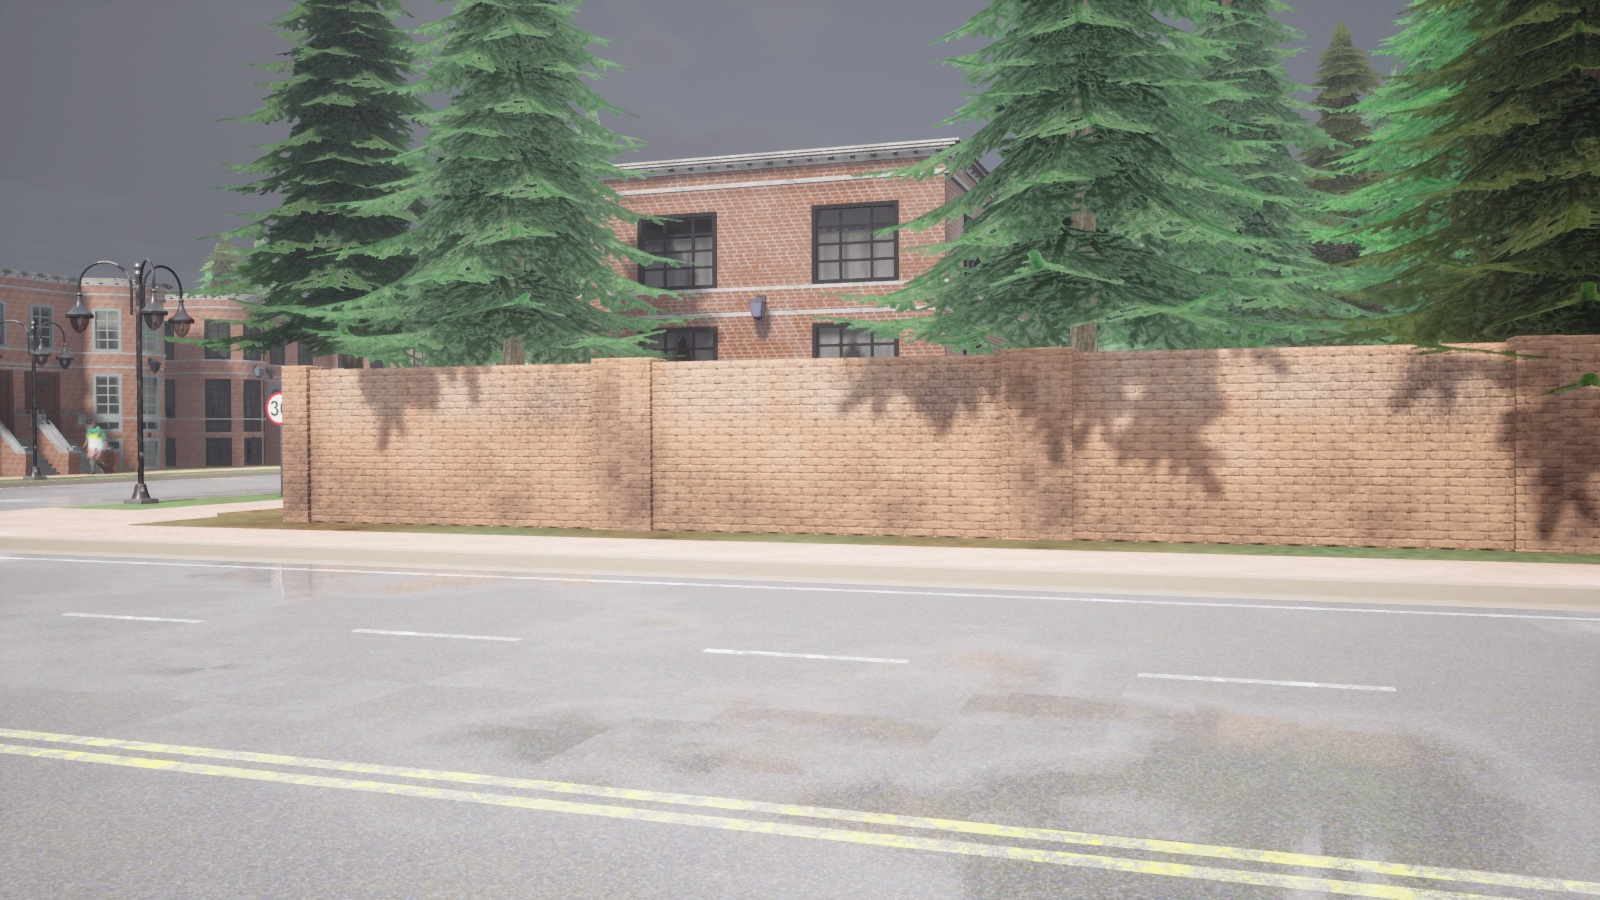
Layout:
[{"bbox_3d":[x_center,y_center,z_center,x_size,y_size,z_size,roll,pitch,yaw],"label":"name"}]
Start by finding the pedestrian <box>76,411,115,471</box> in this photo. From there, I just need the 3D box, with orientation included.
[{"bbox_3d":[-23.202,-0.295,41.365,0.659,1.952,0.873,1,1,20],"label":"pedestrian"}]
